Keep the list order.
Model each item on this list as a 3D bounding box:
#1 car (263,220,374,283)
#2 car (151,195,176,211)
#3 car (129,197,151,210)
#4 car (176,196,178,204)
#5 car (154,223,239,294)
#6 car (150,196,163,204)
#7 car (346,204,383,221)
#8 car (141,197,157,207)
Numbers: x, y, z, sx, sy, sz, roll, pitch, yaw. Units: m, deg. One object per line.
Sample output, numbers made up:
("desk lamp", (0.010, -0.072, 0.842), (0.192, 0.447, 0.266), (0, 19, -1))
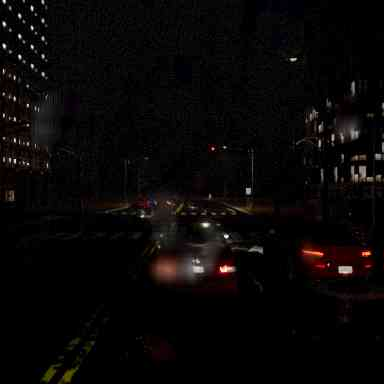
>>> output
("car", (3.330, 1.526, 9.531), (1.812, 1.442, 4.674), (0, 0, 0))
("car", (-3.430, 1.334, 40.693), (2.097, 1.767, 4.553), (0, 0, 0))
("car", (-6.687, 1.457, 42.312), (1.882, 1.535, 5.008), (0, 0, 0))
("car", (-3.448, 1.473, 49.585), (1.837, 1.490, 4.892), (0, 0, 0))
("car", (0.081, 1.547, 8.944), (2.033, 1.411, 5.357), (0, 0, 0))
("car", (-6.717, 1.449, 63.663), (1.837, 1.490, 4.892), (0, 0, 0))
("car", (14.754, 1.622, 26.854), (4.181, 1.385, 1.994), (0, 0, 1))
("car", (-6.706, 1.490, 52.233), (1.812, 1.442, 4.674), (0, 0, 0))
